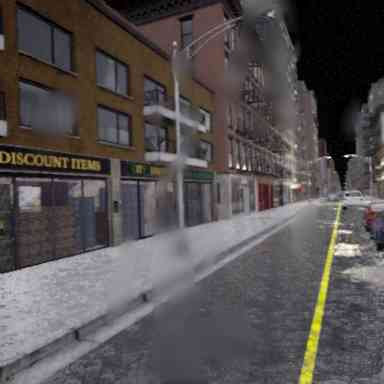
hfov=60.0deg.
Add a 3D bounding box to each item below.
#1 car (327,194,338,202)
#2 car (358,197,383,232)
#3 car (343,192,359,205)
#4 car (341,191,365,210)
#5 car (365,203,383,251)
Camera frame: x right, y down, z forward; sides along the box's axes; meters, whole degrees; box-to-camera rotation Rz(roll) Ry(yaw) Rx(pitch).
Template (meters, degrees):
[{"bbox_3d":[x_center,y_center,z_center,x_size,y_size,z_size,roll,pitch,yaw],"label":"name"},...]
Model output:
[{"bbox_3d":[28.142,1.214,66.731,1.812,1.442,4.674,-2,-1,24],"label":"car"},{"bbox_3d":[10.388,1.255,18.150,1.882,1.535,5.008,-2,-1,24],"label":"car"},{"bbox_3d":[24.021,0.992,50.401,2.097,1.767,4.553,-2,-1,24],"label":"car"},{"bbox_3d":[18.334,0.920,37.847,2.150,2.045,5.566,-2,-1,25],"label":"car"},{"bbox_3d":[7.911,1.343,12.685,1.812,1.442,4.674,-2,-1,24],"label":"car"}]
